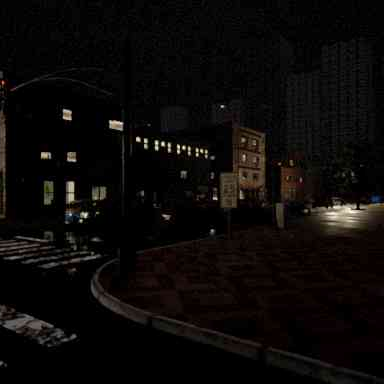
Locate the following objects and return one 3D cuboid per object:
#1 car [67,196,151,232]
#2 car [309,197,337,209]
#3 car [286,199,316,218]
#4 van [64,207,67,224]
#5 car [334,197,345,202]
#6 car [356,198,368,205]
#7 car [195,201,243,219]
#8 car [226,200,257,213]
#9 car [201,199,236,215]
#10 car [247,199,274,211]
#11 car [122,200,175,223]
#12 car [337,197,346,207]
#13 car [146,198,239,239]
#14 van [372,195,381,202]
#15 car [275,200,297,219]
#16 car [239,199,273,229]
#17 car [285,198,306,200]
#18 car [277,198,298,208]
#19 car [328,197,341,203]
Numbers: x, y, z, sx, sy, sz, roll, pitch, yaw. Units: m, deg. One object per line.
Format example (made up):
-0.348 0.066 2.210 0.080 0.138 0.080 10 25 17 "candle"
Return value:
-4.633 1.279 20.917 2.150 2.045 5.566 0 0 35 "car"
19.536 1.534 49.533 2.097 1.767 4.553 0 0 35 "car"
9.778 1.655 31.263 1.947 1.339 4.313 -1 -1 35 "car"
-6.637 1.410 22.573 1.690 1.788 3.998 -1 0 35 "van"
38.030 1.932 85.706 1.887 1.381 4.507 -1 -1 35 "car"
32.111 1.799 62.830 2.008 1.369 4.403 -1 -1 35 "car"
2.688 1.647 31.262 2.033 1.411 5.357 0 0 35 "car"
6.125 1.697 40.610 2.008 1.369 4.403 -1 -1 35 "car"
2.935 1.566 36.102 1.967 1.590 4.097 -1 -1 35 "car"
9.316 1.719 45.120 2.008 1.369 4.403 -1 -1 35 "car"
-3.446 1.527 27.082 1.967 1.590 4.097 -1 0 35 "car"
25.403 1.826 57.825 1.895 1.301 4.718 0 0 36 "car"
0.205 1.347 17.736 2.192 1.841 5.009 -1 -1 35 "car"
44.872 1.692 80.871 1.690 1.788 3.998 -1 -1 35 "van"
6.587 1.614 26.753 1.887 1.381 4.507 -1 -1 35 "car"
3.396 1.366 22.245 2.192 1.841 5.009 -1 -1 35 "car"
14.268 1.777 47.484 1.895 1.301 4.718 0 0 36 "car"
15.598 1.738 54.000 1.752 1.417 4.829 -1 -1 35 "car"
34.839 1.912 81.196 2.008 1.369 4.403 -1 -1 35 "car"
